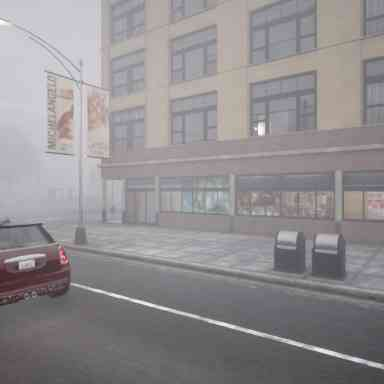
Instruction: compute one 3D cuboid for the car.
[{"bbox_3d":[-4.756,1.352,7.367,4.553,1.767,2.097,0,0,36],"label":"car"}]
